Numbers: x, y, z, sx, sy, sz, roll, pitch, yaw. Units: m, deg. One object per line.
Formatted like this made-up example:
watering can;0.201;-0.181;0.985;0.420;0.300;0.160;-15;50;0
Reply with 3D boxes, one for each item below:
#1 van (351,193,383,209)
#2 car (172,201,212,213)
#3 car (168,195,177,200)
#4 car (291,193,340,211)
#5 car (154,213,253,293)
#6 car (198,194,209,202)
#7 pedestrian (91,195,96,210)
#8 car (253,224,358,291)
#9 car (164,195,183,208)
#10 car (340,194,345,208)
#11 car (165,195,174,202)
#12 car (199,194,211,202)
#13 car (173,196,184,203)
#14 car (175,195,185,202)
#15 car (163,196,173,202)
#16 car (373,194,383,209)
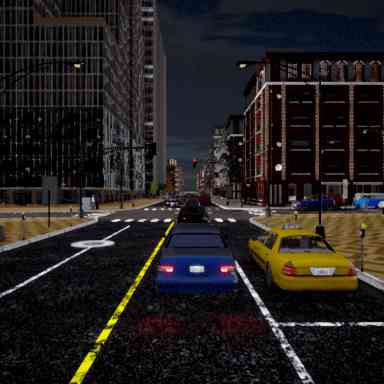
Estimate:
van;20.963;1.050;39.092;3.998;1.788;1.690;-1;1;-1
car;0.080;1.505;18.728;1.837;1.490;4.892;0;0;0
car;-5.331;1.559;91.449;2.008;1.369;4.403;0;0;0
car;13.280;1.162;36.530;4.553;1.767;2.097;-1;0;-1
car;0.095;1.547;8.987;2.033;1.411;5.357;0;0;0
car;2.551;1.320;74.671;2.192;1.841;5.009;0;0;0
pedestrian;-12.355;1.271;41.673;0.375;1.860;0.375;0;1;-1
car;2.563;1.525;8.838;1.752;1.417;4.829;0;0;0
car;-2.753;1.495;47.811;2.128;1.511;4.902;0;0;-2
car;15.307;1.095;39.032;5.009;1.841;2.192;-1;1;-1
car;-5.330;1.551;80.263;1.887;1.381;4.507;0;0;0
car;2.553;1.319;63.485;2.192;1.841;5.009;0;0;0
car;-2.762;1.569;69.071;1.994;1.385;4.181;0;0;0
car;-2.765;1.531;79.347;2.128;1.511;4.902;0;0;0
car;-5.329;1.556;74.670;2.008;1.369;4.403;0;0;0
car;23.082;1.214;36.664;4.674;1.442;1.812;-1;0;0
